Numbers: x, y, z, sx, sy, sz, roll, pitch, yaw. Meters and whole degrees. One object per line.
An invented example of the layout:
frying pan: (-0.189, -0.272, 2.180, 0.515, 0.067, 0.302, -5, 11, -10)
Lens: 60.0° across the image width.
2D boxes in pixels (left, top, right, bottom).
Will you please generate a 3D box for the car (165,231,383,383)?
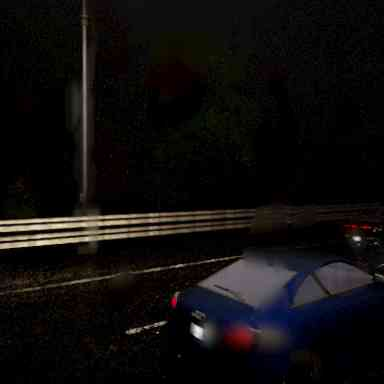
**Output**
car: (1.708, 1.546, 4.920, 4.181, 1.385, 1.994, 0, 0, -35)

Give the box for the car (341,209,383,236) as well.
car: (8.049, 1.446, 13.577, 4.892, 1.490, 1.837, 0, 0, -34)
